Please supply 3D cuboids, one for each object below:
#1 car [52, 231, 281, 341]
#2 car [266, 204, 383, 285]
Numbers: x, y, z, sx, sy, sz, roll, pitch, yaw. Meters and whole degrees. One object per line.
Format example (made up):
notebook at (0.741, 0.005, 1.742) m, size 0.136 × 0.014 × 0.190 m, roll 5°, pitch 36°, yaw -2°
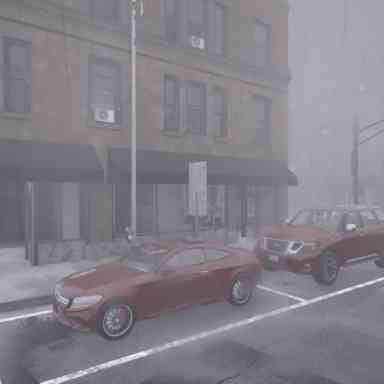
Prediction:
car at (-0.441, 1.582, 6.447) m, size 4.206 × 1.307 × 1.802 m, roll 0°, pitch 0°, yaw -35°
car at (4.061, 1.314, 9.648) m, size 5.009 × 1.841 × 2.192 m, roll 0°, pitch 0°, yaw -35°
